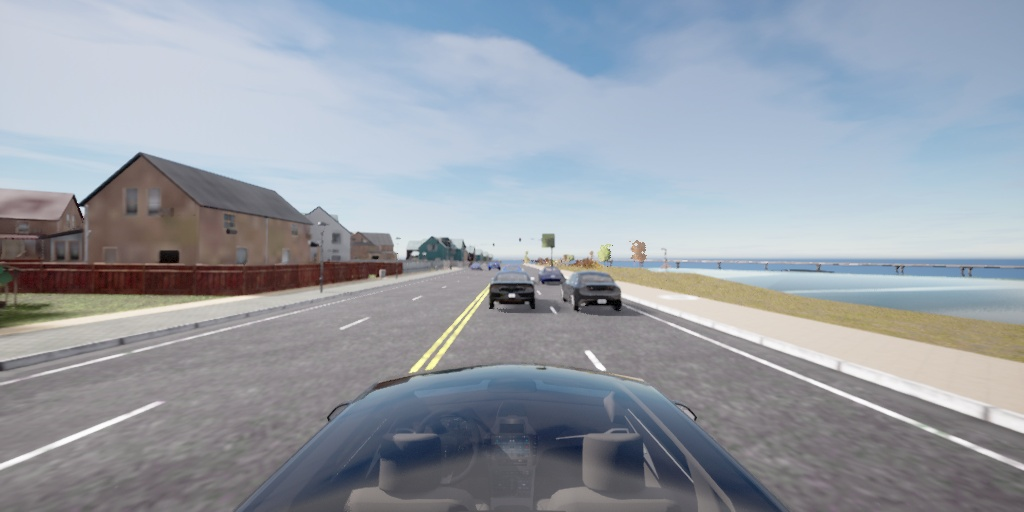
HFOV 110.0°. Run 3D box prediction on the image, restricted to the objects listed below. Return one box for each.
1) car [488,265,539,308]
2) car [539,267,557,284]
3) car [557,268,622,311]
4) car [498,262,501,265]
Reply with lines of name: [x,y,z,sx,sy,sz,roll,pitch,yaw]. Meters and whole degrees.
car: [0.017,1.373,16.084,1.882,1.535,5.008,0,0,0]
car: [3.258,1.611,30.427,1.994,1.385,4.181,0,-1,0]
car: [3.260,1.395,15.336,1.837,1.490,4.892,0,0,0]
car: [0.011,1.531,31.079,1.882,1.535,5.008,0,0,0]
